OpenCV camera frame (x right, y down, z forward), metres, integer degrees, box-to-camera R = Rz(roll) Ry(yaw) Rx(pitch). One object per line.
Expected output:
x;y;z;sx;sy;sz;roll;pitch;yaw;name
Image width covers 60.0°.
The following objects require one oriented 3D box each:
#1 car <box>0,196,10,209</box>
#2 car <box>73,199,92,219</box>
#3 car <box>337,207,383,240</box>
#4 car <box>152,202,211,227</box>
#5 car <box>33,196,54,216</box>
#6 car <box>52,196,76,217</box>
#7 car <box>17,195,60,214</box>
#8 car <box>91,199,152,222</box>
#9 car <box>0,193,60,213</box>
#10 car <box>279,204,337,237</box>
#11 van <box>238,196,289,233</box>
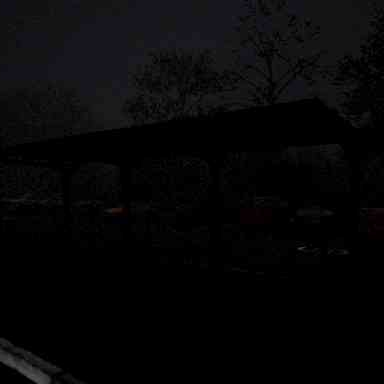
-25.083;1.308;40.378;2.163;1.488;4.792;1;0;35;car
-6.925;1.432;27.599;2.163;1.488;4.792;0;0;35;car
8.915;1.500;16.347;2.097;1.535;5.008;0;0;35;car
-0.162;1.473;22.741;2.163;1.488;4.792;0;0;35;car
-11.469;1.374;30.786;2.097;1.535;5.008;0;0;35;car
-9.203;1.389;29.183;2.231;1.521;4.892;0;0;35;car
-13.735;1.360;32.390;2.097;1.535;5.008;0;0;35;car
-4.784;1.413;25.820;1.946;1.575;5.366;0;0;35;car
-16.020;1.095;33.965;2.435;2.045;5.566;0;0;35;car
6.648;1.526;17.953;2.002;1.452;4.674;0;0;35;car
4.454;1.246;19.653;1.878;1.987;4.442;0;0;35;van
